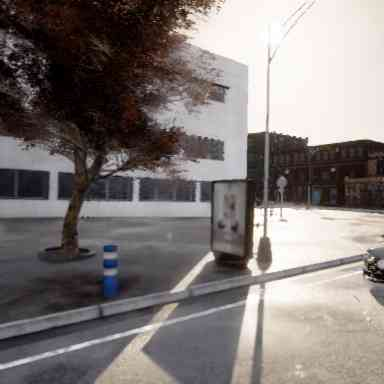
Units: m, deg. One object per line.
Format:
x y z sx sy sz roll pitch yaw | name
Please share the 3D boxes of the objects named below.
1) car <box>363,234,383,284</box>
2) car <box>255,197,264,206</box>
6.275 1.513 8.518 4.902 1.511 2.128 0 0 -36 | car
9.703 1.409 53.273 1.882 1.535 5.008 2 -1 -35 | car
